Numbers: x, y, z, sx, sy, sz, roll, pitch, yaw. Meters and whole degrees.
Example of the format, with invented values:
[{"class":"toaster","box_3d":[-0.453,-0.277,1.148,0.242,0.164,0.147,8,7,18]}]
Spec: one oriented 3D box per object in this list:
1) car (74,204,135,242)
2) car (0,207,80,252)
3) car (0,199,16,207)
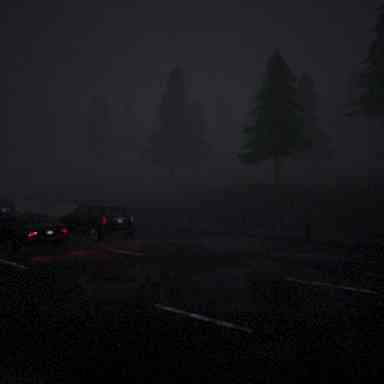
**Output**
[{"class":"car","box_3d":[-4.933,1.363,16.623,4.553,1.767,2.097,0,0,40]},{"class":"car","box_3d":[-7.197,1.560,13.954,5.357,1.411,2.033,0,0,40]},{"class":"car","box_3d":[-15.199,1.364,25.858,4.553,1.767,2.097,0,0,44]}]
